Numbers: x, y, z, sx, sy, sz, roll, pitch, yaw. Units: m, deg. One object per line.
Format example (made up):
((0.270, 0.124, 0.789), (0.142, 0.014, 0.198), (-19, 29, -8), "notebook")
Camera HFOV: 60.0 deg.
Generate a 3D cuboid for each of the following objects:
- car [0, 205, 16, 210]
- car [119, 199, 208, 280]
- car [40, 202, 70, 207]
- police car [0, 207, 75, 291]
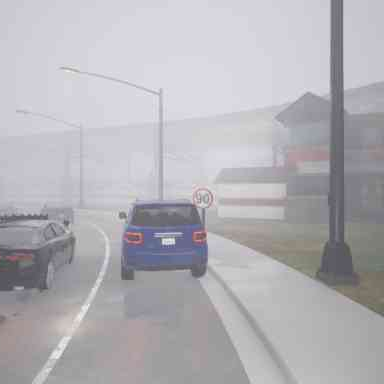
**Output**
((-13.137, 1.564, 23.034), (1.994, 1.385, 4.181), (0, 0, -30), "car")
((-1.031, 1.220, 10.224), (2.150, 2.045, 5.566), (0, 0, -11), "car")
((-10.195, 1.477, 24.896), (1.882, 1.535, 5.008), (0, 0, -30), "car")
((-4.440, 1.425, 9.000), (1.930, 1.638, 5.238), (0, 0, -10), "police car")
